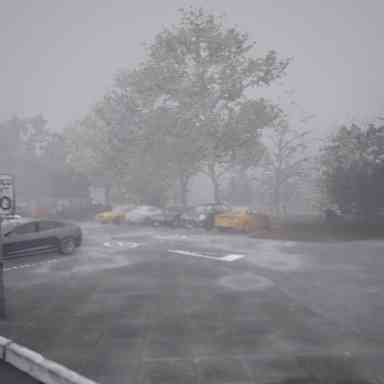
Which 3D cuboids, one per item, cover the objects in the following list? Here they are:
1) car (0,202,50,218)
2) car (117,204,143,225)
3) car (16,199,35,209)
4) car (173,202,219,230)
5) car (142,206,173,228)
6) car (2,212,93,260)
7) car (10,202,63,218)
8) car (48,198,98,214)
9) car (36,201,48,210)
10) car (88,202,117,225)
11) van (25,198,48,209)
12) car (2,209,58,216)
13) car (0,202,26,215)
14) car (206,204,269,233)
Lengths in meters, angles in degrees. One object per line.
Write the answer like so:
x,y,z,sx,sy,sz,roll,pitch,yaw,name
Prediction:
-18.953,1.971,37.793,2.163,1.488,4.792,-1,-1,36,car
-3.285,1.817,26.382,2.002,1.452,4.674,-1,0,36,car
-10.961,1.535,15.830,2.435,2.045,5.566,-1,0,36,car
1.117,1.611,23.230,2.185,1.767,4.553,-1,0,36,car
-1.059,1.786,24.734,2.163,1.488,4.792,-1,0,36,car
-6.500,1.774,12.521,2.163,1.488,4.792,-1,0,36,car
-16.817,1.940,36.243,2.163,1.488,4.792,-1,0,36,car
-9.993,1.588,31.290,2.435,2.045,5.566,-1,0,36,car
-12.266,1.890,32.869,2.163,1.488,4.792,-1,0,36,car
-5.634,1.795,27.862,1.946,1.575,5.366,-1,0,36,car
-14.525,1.658,34.687,1.878,1.987,4.442,-1,0,36,van
-8.727,1.765,14.180,2.097,1.535,5.008,-1,0,36,car
-23.449,2.023,41.026,2.097,1.535,5.008,-1,-1,36,car
3.339,1.715,21.572,2.097,1.535,5.008,-1,0,36,car
